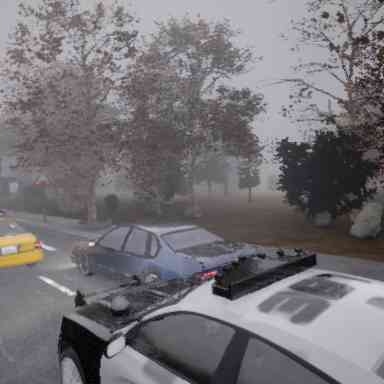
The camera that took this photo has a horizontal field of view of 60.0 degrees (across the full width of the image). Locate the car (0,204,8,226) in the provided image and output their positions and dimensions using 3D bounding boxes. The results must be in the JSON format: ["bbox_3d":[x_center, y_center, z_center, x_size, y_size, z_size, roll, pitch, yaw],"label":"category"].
[{"bbox_3d":[-13.696,1.484,21.692,1.895,1.301,4.718,-5,3,-42],"label":"car"}]

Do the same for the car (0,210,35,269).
[{"bbox_3d":[-6.242,1.423,10.157,1.801,1.575,5.366,-5,3,-42],"label":"car"}]

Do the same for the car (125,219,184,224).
[{"bbox_3d":[-0.935,1.354,7.569,2.033,1.411,5.357,-5,3,-42],"label":"car"}]

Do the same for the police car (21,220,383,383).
[{"bbox_3d":[0.514,1.336,2.677,1.930,1.638,5.238,-5,3,-42],"label":"police car"}]
